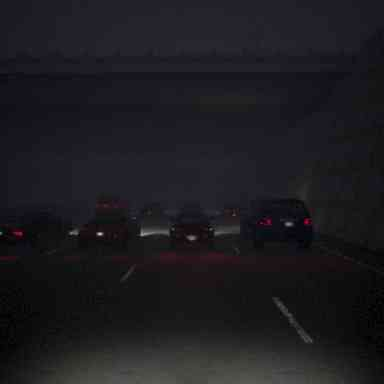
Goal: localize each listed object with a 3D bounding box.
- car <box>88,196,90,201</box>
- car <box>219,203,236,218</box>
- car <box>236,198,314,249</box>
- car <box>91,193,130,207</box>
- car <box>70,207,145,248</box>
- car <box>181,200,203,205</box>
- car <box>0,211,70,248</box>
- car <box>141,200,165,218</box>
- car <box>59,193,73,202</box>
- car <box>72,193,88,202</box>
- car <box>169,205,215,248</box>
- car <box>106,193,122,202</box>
[{"bbox_3d":[-20.966,1.215,74.713,2.150,2.045,5.566,0,0,0],"label":"car"},{"bbox_3d":[3.500,1.614,29.680,1.895,1.301,4.718,0,0,0],"label":"car"},{"bbox_3d":[3.500,1.255,14.680,2.150,2.045,5.566,0,0,0],"label":"car"},{"bbox_3d":[-7.000,1.255,29.680,2.150,2.045,5.566,0,0,0],"label":"car"},{"bbox_3d":[-3.500,1.569,14.650,1.994,1.385,4.181,0,0,0],"label":"car"},{"bbox_3d":[0.000,1.493,29.650,2.128,1.511,4.902,0,0,0],"label":"car"},{"bbox_3d":[-7.000,1.560,14.650,2.033,1.411,5.357,0,0,0],"label":"car"},{"bbox_3d":[-3.500,1.492,29.650,2.128,1.511,4.902,0,0,0],"label":"car"},{"bbox_3d":[-27.966,1.215,74.721,2.150,2.045,5.566,0,0,0],"label":"car"},{"bbox_3d":[-24.466,1.345,74.777,2.097,1.767,4.553,0,0,0],"label":"car"},{"bbox_3d":[0.000,1.530,14.650,1.812,1.442,4.674,0,0,0],"label":"car"},{"bbox_3d":[-17.466,1.215,74.709,2.150,2.045,5.566,0,0,0],"label":"car"}]
